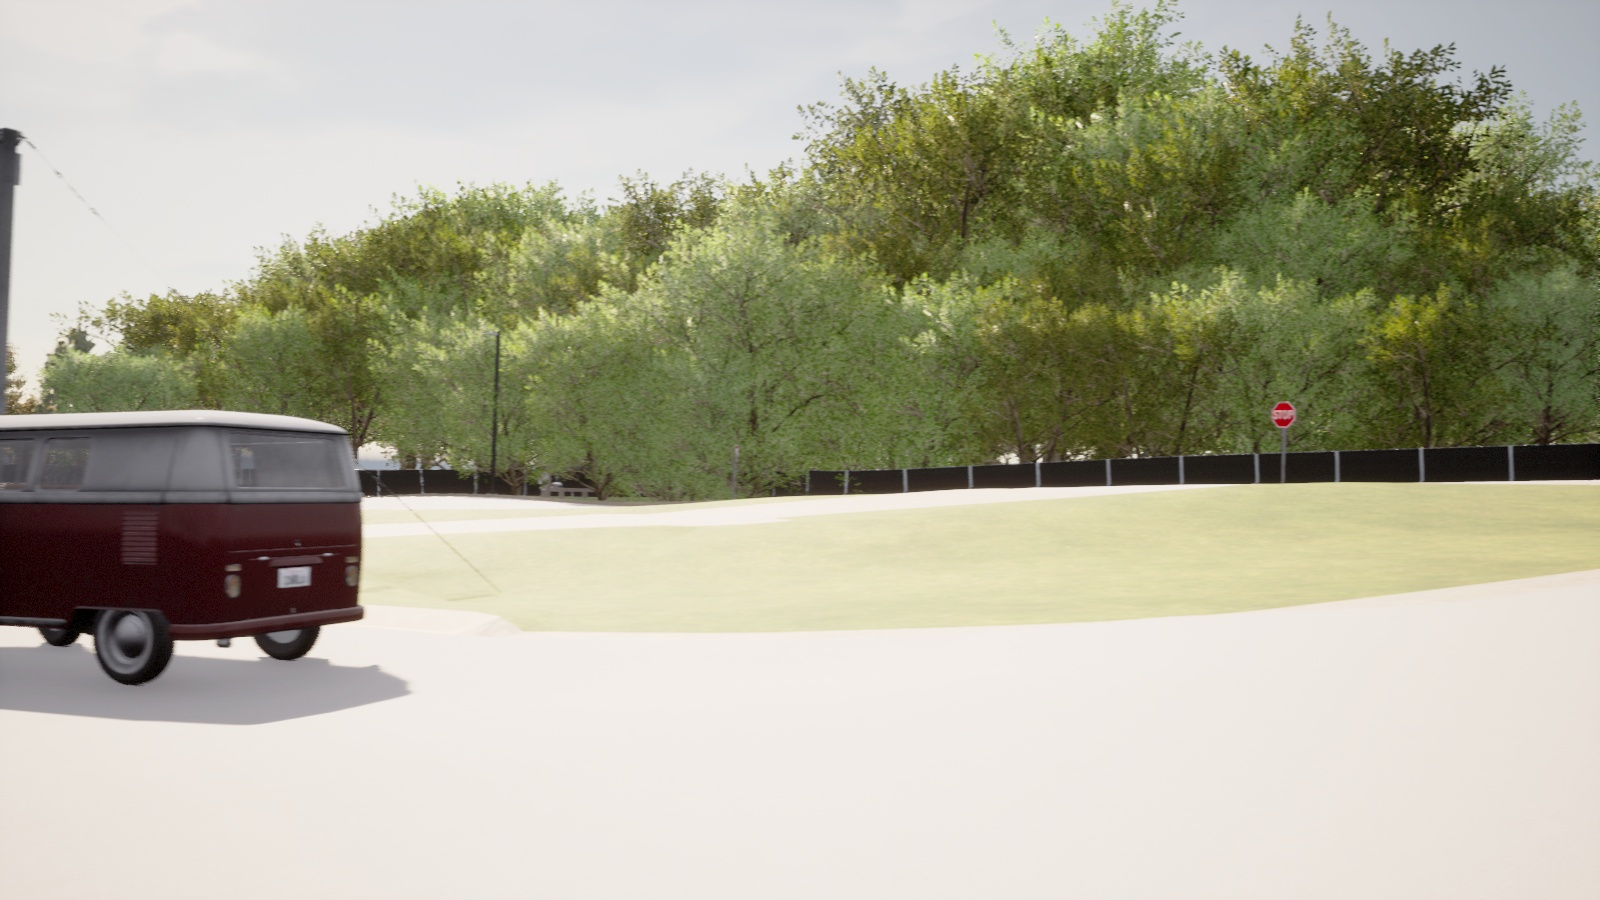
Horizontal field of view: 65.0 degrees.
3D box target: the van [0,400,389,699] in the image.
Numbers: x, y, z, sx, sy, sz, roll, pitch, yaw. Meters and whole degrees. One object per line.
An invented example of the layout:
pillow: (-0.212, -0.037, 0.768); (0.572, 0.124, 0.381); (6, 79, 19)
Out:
van: (-5.676, 0.727, 9.995); (4.442, 1.987, 1.775); (-1, -2, 21)
